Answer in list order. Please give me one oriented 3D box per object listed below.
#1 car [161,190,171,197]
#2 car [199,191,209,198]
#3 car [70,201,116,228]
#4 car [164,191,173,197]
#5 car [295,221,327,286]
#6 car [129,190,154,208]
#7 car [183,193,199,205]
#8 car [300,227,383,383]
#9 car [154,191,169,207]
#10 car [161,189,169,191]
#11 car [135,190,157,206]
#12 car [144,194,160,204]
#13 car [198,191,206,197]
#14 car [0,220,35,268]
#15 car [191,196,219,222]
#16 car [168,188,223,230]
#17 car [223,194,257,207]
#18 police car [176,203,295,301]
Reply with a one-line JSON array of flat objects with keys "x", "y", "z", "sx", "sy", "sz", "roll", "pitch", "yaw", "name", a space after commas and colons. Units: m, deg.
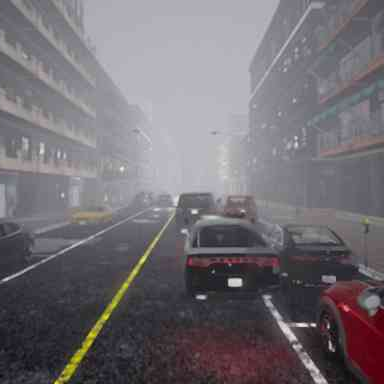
[{"x": -5.857, "y": 0.389, "z": 76.294, "sx": 1.967, "sy": 1.590, "sz": 4.097, "roll": 0, "pitch": 1, "yaw": 0, "name": "car"}, {"x": 2.535, "y": 0.550, "z": 70.844, "sx": 1.752, "sy": 1.417, "sz": 4.829, "roll": 0, "pitch": 1, "yaw": 0, "name": "car"}, {"x": -5.733, "y": 1.256, "z": 19.766, "sx": 1.752, "sy": 1.417, "sz": 4.829, "roll": 0, "pitch": 1, "yaw": 0, "name": "car"}, {"x": -5.869, "y": 0.415, "z": 81.932, "sx": 1.887, "sy": 1.381, "sz": 4.507, "roll": 0, "pitch": 1, "yaw": 0, "name": "car"}, {"x": 2.672, "y": 1.431, "z": 8.680, "sx": 2.008, "sy": 1.369, "sz": 4.403, "roll": 0, "pitch": 1, "yaw": 0, "name": "car"}, {"x": -5.771, "y": 0.936, "z": 36.844, "sx": 1.967, "sy": 1.590, "sz": 4.097, "roll": 0, "pitch": 1, "yaw": 0, "name": "car"}, {"x": -0.090, "y": 0.930, "z": 45.054, "sx": 2.033, "sy": 1.411, "sz": 5.357, "roll": 0, "pitch": 1, "yaw": 0, "name": "car"}, {"x": 2.684, "y": 1.397, "z": 3.043, "sx": 1.967, "sy": 1.590, "sz": 4.097, "roll": 0, "pitch": 1, "yaw": 0, "name": "car"}, {"x": -3.183, "y": 0.941, "z": 39.207, "sx": 1.882, "sy": 1.535, "sz": 5.008, "roll": 0, "pitch": 1, "yaw": 0, "name": "car"}, {"x": -5.844, "y": 0.343, "z": 70.657, "sx": 2.192, "sy": 1.841, "sz": 5.009, "roll": 0, "pitch": 1, "yaw": 0, "name": "car"}, {"x": -5.782, "y": 0.734, "z": 42.478, "sx": 2.192, "sy": 1.841, "sz": 5.009, "roll": 0, "pitch": 1, "yaw": 0, "name": "car"}, {"x": -5.796, "y": 0.923, "z": 48.118, "sx": 1.802, "sy": 1.307, "sz": 4.206, "roll": 0, "pitch": 1, "yaw": 0, "name": "car"}, {"x": 2.511, "y": 0.414, "z": 81.946, "sx": 1.887, "sy": 1.381, "sz": 4.507, "roll": 0, "pitch": 1, "yaw": 0, "name": "car"}, {"x": -5.709, "y": 1.448, "z": 8.665, "sx": 1.947, "sy": 1.339, "sz": 4.313, "roll": 0, "pitch": 1, "yaw": 0, "name": "car"}, {"x": 0.846, "y": 1.122, "z": 24.361, "sx": 1.801, "sy": 1.575, "sz": 5.366, "roll": 0, "pitch": 1, "yaw": 0, "name": "car"}, {"x": 0.393, "y": 0.964, "z": 18.252, "sx": 2.150, "sy": 2.045, "sz": 5.566, "roll": -1, "pitch": 1, "yaw": 6, "name": "car"}, {"x": 2.648, "y": 1.042, "z": 19.949, "sx": 2.192, "sy": 1.841, "sz": 5.009, "roll": 0, "pitch": 1, "yaw": 0, "name": "car"}, {"x": 0.743, "y": 1.310, "z": 8.286, "sx": 1.930, "sy": 1.638, "sz": 5.238, "roll": 0, "pitch": 1, "yaw": 0, "name": "police car"}]
